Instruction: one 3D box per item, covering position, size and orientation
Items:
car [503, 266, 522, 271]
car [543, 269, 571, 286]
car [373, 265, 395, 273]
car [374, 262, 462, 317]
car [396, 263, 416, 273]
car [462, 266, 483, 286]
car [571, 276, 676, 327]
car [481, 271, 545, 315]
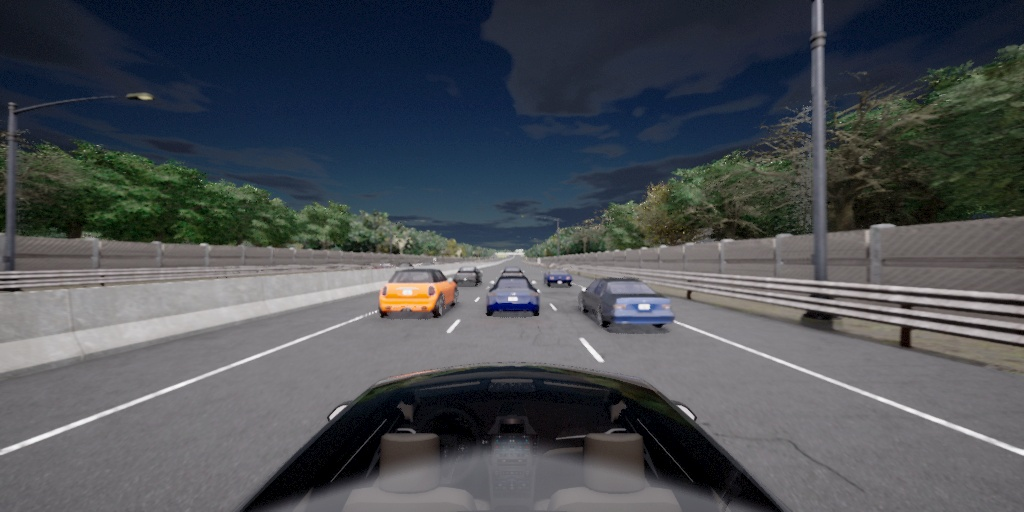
[{"bbox_3d":[0.047,1.584,29.139,2.128,1.511,4.902,0,-1,0],"label":"car"},{"bbox_3d":[3.541,1.685,28.540,1.895,1.301,4.718,0,-1,1],"label":"car"},{"bbox_3d":[-21.027,2.082,59.160,1.895,1.301,4.718,0,-1,1],"label":"car"},{"bbox_3d":[-3.453,1.253,14.032,2.097,1.767,4.553,0,-1,0],"label":"car"},{"bbox_3d":[-17.541,1.988,59.369,1.837,1.490,4.892,0,-1,1],"label":"car"},{"bbox_3d":[-3.454,1.583,29.121,2.128,1.511,4.902,0,-1,1],"label":"car"},{"bbox_3d":[3.524,1.424,12.006,2.033,1.411,5.357,0,-1,1],"label":"car"},{"bbox_3d":[0.048,1.471,14.337,1.994,1.385,4.181,0,-1,0],"label":"car"}]
